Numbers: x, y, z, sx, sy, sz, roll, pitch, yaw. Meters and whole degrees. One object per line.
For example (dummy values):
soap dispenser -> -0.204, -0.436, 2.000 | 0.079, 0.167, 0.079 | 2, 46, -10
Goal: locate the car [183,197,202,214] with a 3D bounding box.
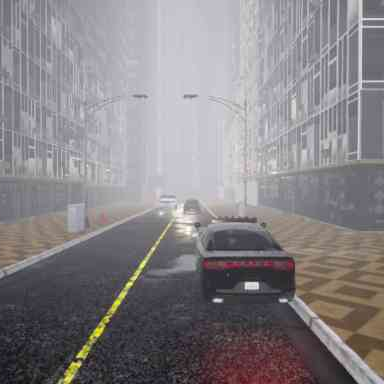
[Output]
car -> 0.008, 1.513, 36.215 | 1.837, 1.490, 4.892 | 0, 0, 0

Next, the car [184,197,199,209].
car -> -0.057, 1.493, 46.555 | 1.882, 1.535, 5.008 | 0, 0, 0

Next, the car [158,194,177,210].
car -> -3.079, 1.234, 43.382 | 2.150, 2.045, 5.566 | 0, 0, 0

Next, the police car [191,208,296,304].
police car -> 1.035, 1.425, 8.358 | 1.930, 1.638, 5.238 | 0, 0, 0
